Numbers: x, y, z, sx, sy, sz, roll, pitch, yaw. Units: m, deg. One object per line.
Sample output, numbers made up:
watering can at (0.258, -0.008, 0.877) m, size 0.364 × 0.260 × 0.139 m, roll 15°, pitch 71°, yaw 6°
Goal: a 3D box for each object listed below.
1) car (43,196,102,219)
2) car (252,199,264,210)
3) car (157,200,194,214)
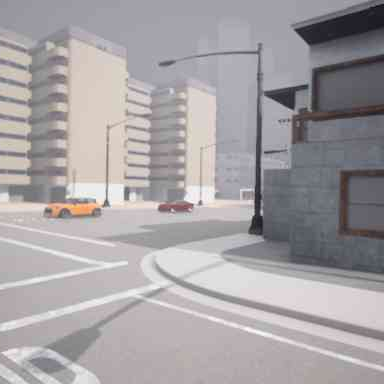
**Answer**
car at (-9.739, 1.215, 27.319) m, size 2.097 × 1.767 × 4.553 m, roll 2°, pitch 0°, yaw 38°
car at (11.714, 1.967, 55.075) m, size 2.097 × 1.767 × 4.553 m, roll 2°, pitch 0°, yaw 38°
car at (-1.792, 1.591, 37.658) m, size 1.882 × 1.535 × 5.008 m, roll 2°, pitch 0°, yaw 38°
